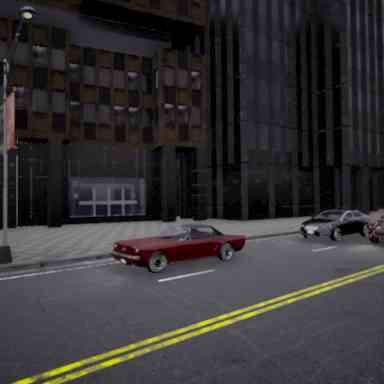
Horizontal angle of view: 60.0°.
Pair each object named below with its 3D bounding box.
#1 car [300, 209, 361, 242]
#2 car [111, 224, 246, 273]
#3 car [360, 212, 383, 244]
[{"bbox_3d":[7.824,1.700,17.912,4.902,1.511,2.128,0,-1,-36],"label":"car"},{"bbox_3d":[-0.365,1.823,11.661,4.718,1.301,1.895,0,-1,-38],"label":"car"},{"bbox_3d":[10.243,1.480,15.619,4.553,1.767,2.097,0,-1,-36],"label":"car"}]
